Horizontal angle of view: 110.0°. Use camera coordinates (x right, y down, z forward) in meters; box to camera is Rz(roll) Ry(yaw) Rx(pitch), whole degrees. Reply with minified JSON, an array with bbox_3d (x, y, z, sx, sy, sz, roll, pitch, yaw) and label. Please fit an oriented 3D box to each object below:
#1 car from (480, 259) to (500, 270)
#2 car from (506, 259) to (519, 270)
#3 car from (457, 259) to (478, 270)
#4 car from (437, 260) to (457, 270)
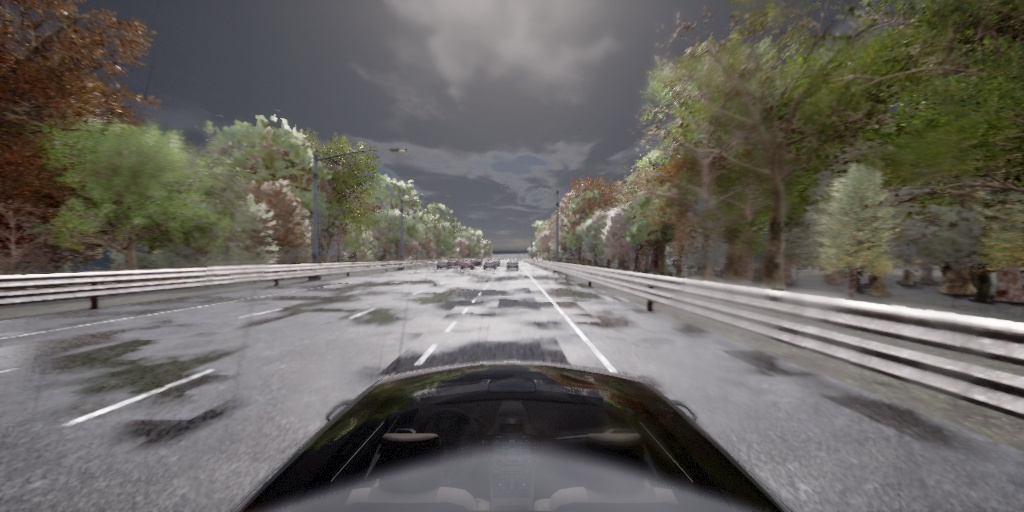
[{"bbox_3d":[-3.366,1.344,55.499,2.128,1.511,4.902,0,0,0],"label":"car"},{"bbox_3d":[0.134,1.352,55.491,2.128,1.511,4.902,0,0,0],"label":"car"},{"bbox_3d":[-6.866,1.371,55.922,1.812,1.442,4.674,0,0,0],"label":"car"},{"bbox_3d":[-10.366,1.328,55.514,2.128,1.511,4.902,0,0,0],"label":"car"}]
